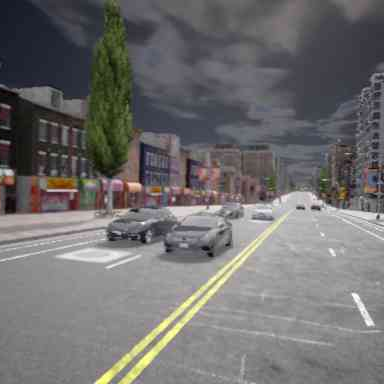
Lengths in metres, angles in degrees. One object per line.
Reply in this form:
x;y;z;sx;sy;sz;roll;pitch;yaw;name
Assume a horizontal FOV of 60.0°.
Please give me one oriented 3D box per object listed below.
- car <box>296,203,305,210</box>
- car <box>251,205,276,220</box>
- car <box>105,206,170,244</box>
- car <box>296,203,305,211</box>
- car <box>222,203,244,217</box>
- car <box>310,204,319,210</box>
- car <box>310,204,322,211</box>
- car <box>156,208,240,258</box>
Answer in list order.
27.106;3.563;82.962;2.128;1.511;4.902;2;-1;18;car
7.315;2.009;33.703;1.812;1.442;4.674;2;-1;18;car
-2.185;1.471;15.729;1.837;1.490;4.892;2;0;18;car
23.957;3.368;73.492;1.895;1.301;4.718;2;-1;18;car
4.283;1.879;34.871;2.128;1.511;4.902;2;-1;18;car
30.186;3.702;81.935;1.994;1.385;4.181;2;-1;18;car
26.900;3.366;72.038;1.837;1.490;4.892;2;-1;18;car
0.461;1.581;13.398;1.812;1.442;4.674;2;0;18;car
